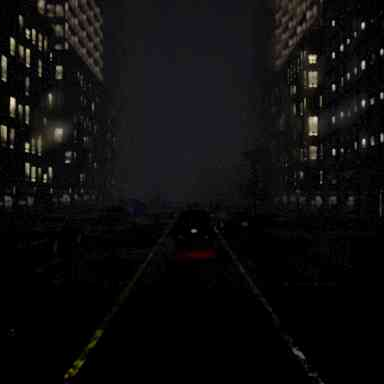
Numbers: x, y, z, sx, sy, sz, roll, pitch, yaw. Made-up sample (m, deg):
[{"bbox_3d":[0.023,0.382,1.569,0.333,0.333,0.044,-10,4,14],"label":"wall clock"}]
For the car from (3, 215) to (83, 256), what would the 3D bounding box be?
[{"bbox_3d":[-5.702,1.621,13.242,2.008,1.369,4.403,0,0,0],"label":"car"}]

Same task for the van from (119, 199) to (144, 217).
[{"bbox_3d":[-5.719,1.498,30.320,1.690,1.788,3.998,0,0,0],"label":"van"}]

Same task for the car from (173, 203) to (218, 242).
[{"bbox_3d":[0.081,1.567,17.059,1.882,1.535,5.008,0,0,0],"label":"car"}]

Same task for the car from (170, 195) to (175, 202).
[{"bbox_3d":[-5.780,1.947,87.069,1.752,1.417,4.829,0,0,0],"label":"car"}]

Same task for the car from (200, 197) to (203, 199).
[{"bbox_3d":[2.636,1.848,53.081,1.802,1.307,4.206,0,0,0],"label":"car"}]

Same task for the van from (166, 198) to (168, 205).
[{"bbox_3d":[-5.749,1.633,58.781,1.690,1.788,3.998,0,0,0],"label":"van"}]

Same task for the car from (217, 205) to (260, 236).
[{"bbox_3d":[2.673,1.665,18.931,1.947,1.339,4.313,0,0,0],"label":"car"}]

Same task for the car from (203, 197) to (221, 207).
[{"bbox_3d":[2.649,1.652,41.698,1.967,1.590,4.097,0,0,0],"label":"car"}]

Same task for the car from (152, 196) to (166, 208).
[{"bbox_3d":[-5.744,1.706,53.087,1.967,1.590,4.097,0,0,0],"label":"car"}]

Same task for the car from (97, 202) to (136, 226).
[{"bbox_3d":[-5.714,1.673,24.626,1.887,1.381,4.507,0,0,0],"label":"car"}]

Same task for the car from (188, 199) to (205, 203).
[{"bbox_3d":[0.061,1.742,34.713,1.994,1.385,4.181,0,0,0],"label":"car"}]

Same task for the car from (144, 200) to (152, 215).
[{"bbox_3d":[-5.726,1.766,36.011,1.802,1.307,4.206,0,0,0],"label":"car"}]

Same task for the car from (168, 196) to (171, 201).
[{"bbox_3d":[-5.756,1.885,64.472,1.947,1.339,4.313,0,0,0],"label":"car"}]

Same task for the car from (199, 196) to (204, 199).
[{"bbox_3d":[2.630,1.819,58.944,1.752,1.417,4.829,0,0,0],"label":"car"}]
